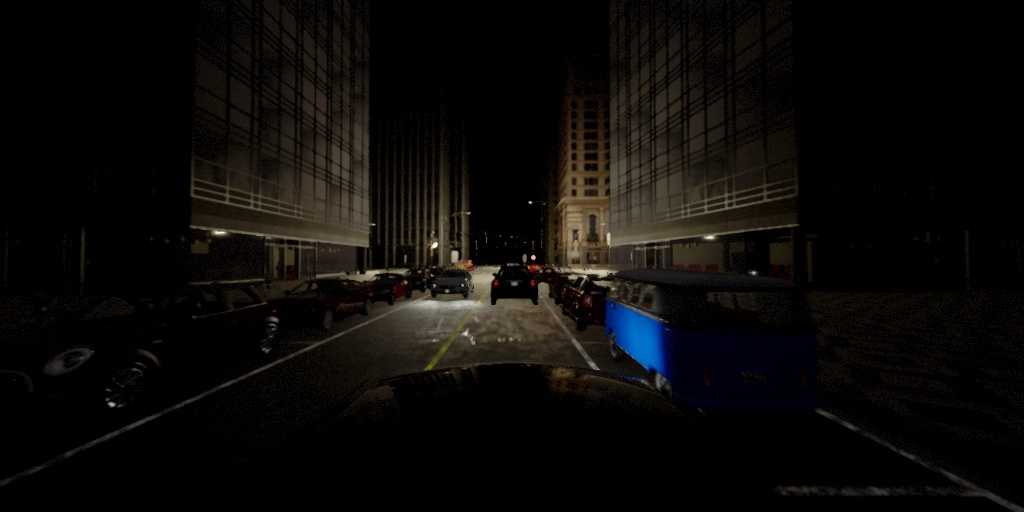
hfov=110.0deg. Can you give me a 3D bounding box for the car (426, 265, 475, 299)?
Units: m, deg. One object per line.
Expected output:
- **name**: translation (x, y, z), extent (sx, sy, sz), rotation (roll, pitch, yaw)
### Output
- **car**: translation (-3.091, 1.417, 19.428), extent (1.812, 1.442, 4.674), rotation (0, -1, 0)

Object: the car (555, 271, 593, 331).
- **car**: translation (2.673, 1.261, 11.259), extent (1.967, 1.591, 4.097), rotation (0, 0, 0)

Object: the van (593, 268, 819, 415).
- **van**: translation (2.671, 1.120, 5.800), extent (1.690, 1.789, 3.998), rotation (0, 0, 0)

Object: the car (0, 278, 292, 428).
- **car**: translation (-5.855, 1.220, 5.810), extent (1.967, 1.591, 4.097), rotation (0, 0, 0)

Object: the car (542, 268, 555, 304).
- **car**: translation (2.676, 1.412, 16.718), extent (1.888, 1.381, 4.507), rotation (0, 0, 0)

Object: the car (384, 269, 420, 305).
- **car**: translation (-5.850, 1.449, 16.727), extent (1.802, 1.307, 4.207), rotation (0, 0, 0)

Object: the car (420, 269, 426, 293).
- **car**: translation (-5.847, 1.466, 22.186), extent (2.007, 1.370, 4.403), rotation (0, 0, 0)

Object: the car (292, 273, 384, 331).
- **car**: translation (-5.852, 1.367, 11.268), extent (1.888, 1.381, 4.507), rotation (0, 0, 0)

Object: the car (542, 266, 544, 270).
- **car**: translation (2.680, 1.549, 27.636), extent (1.802, 1.307, 4.207), rotation (0, 0, 0)

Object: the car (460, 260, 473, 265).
- **car**: translation (-5.838, 1.455, 44.020), extent (2.192, 1.841, 5.009), rotation (0, 0, 0)

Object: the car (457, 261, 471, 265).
- **car**: translation (-5.841, 1.606, 38.391), extent (1.751, 1.417, 4.829), rotation (0, 0, 0)

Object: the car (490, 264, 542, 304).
- **car**: translation (0.107, 1.224, 17.358), extent (2.097, 1.767, 4.553), rotation (0, -1, 0)
